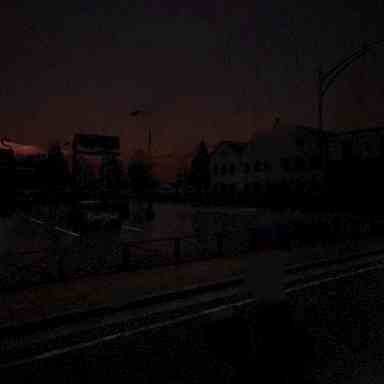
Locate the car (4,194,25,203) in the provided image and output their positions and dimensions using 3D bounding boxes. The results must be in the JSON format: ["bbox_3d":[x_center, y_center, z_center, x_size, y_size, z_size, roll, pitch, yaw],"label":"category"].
[{"bbox_3d":[-38.979,1.328,73.232,3.866,1.878,1.905,0,0,-36],"label":"car"}]

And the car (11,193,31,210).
[{"bbox_3d":[-19.835,1.092,38.155,1.905,1.878,3.866,0,0,-36],"label":"car"}]

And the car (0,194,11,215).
[{"bbox_3d":[-17.921,1.113,29.845,1.932,1.855,4.605,0,0,-36],"label":"car"}]

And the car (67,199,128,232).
[{"bbox_3d":[-5.315,1.248,17.892,1.970,1.475,3.806,0,0,-36],"label":"car"}]

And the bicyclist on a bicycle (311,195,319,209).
[{"bbox_3d":[13.660,1.124,36.837,1.656,1.620,0.582,0,0,-35],"label":"bicyclist on a bicycle"}]

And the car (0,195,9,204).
[{"bbox_3d":[-39.205,1.495,66.104,4.611,1.667,2.242,0,0,-36],"label":"car"}]

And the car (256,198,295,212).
[{"bbox_3d":[9.137,1.349,36.615,1.812,1.442,4.674,0,0,-35],"label":"car"}]
